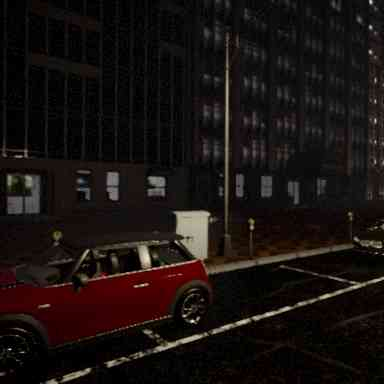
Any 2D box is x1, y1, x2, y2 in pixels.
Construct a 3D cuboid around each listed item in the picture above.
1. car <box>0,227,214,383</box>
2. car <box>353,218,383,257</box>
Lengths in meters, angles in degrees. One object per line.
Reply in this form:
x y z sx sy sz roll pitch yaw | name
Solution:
-1.699 1.439 5.337 4.097 1.590 1.967 0 1 -36 | car
7.487 1.545 11.893 4.403 1.369 2.008 0 1 -36 | car
